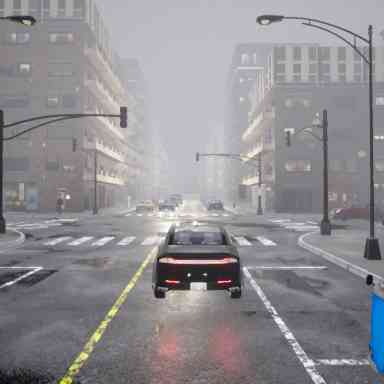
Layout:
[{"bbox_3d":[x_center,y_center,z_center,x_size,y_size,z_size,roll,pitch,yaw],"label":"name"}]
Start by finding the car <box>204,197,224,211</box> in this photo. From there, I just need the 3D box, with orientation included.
[{"bbox_3d":[2.807,1.580,39.911,1.947,1.339,4.313,1,0,0],"label":"car"}]

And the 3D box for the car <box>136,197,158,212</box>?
[{"bbox_3d":[-5.573,1.539,39.763,1.752,1.417,4.829,1,0,0],"label":"car"}]

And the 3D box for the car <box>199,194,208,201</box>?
[{"bbox_3d":[2.928,1.352,85.051,2.192,1.841,5.009,1,0,0],"label":"car"}]

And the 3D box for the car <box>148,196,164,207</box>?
[{"bbox_3d":[-5.542,1.459,51.218,1.967,1.590,4.097,1,0,0],"label":"car"}]

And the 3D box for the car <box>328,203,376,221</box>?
[{"bbox_3d":[13.715,1.608,28.068,4.097,1.590,1.967,0,-1,1],"label":"car"}]

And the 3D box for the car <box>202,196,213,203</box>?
[{"bbox_3d":[2.821,1.567,45.554,2.008,1.369,4.403,1,0,0],"label":"car"}]

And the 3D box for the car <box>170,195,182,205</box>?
[{"bbox_3d":[-2.961,1.544,50.813,1.812,1.442,4.674,0,0,0],"label":"car"}]

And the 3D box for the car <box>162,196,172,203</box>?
[{"bbox_3d":[-5.485,1.575,73.789,1.887,1.381,4.507,1,0,0],"label":"car"}]

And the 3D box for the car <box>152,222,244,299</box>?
[{"bbox_3d":[0.123,1.494,8.454,2.128,1.511,4.902,0,0,0],"label":"car"}]

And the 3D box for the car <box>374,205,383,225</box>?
[{"bbox_3d":[13.590,1.583,19.687,4.313,1.339,1.947,0,-1,1],"label":"car"}]

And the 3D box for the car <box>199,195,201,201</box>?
[{"bbox_3d":[2.881,1.552,68.294,1.752,1.417,4.829,1,0,0],"label":"car"}]

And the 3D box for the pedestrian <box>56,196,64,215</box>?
[{"bbox_3d":[-12.457,1.217,31.392,0.375,1.860,0.375,0,-1,1],"label":"pedestrian"}]

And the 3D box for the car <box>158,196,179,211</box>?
[{"bbox_3d":[-2.995,1.562,40.910,2.033,1.411,5.357,0,0,0],"label":"car"}]

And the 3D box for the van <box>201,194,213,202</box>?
[{"bbox_3d":[2.854,1.362,56.838,1.690,1.788,3.998,1,0,0],"label":"van"}]

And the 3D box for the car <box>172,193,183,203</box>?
[{"bbox_3d":[-2.902,1.245,61.551,2.150,2.045,5.566,0,0,1],"label":"car"}]

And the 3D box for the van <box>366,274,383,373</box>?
[{"bbox_3d":[2.679,1.342,1.965,1.690,1.788,3.998,1,0,0],"label":"van"}]

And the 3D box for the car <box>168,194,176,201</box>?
[{"bbox_3d":[-5.439,1.480,90.717,1.967,1.590,4.097,1,0,0],"label":"car"}]
